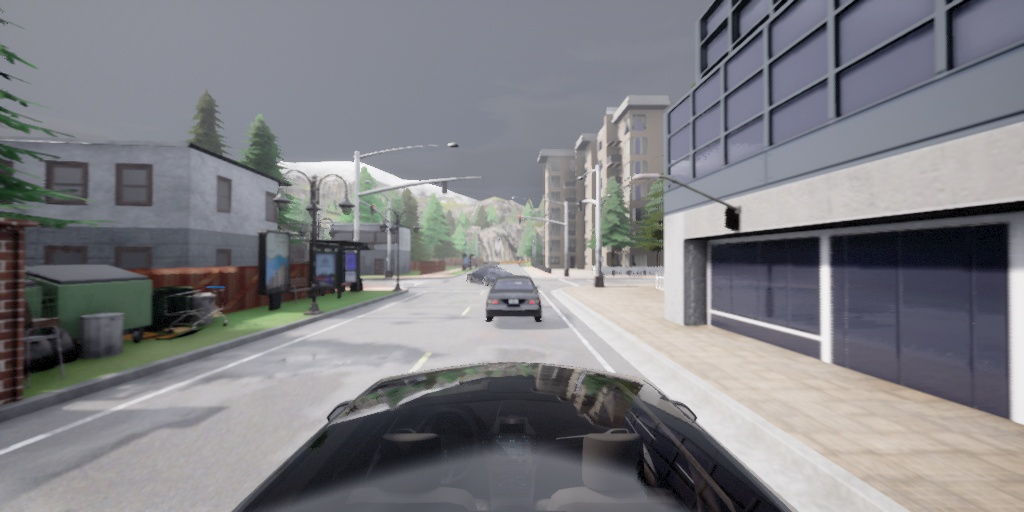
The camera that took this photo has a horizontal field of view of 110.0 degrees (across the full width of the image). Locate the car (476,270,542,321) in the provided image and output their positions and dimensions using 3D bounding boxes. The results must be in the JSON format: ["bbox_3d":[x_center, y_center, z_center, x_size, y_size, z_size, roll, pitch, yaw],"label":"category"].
[{"bbox_3d":[0.066,1.400,12.977,2.033,1.411,5.357,0,-1,0],"label":"car"}]

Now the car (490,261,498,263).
[{"bbox_3d":[-3.562,1.839,55.280,1.895,1.301,4.718,0,-1,0],"label":"car"}]

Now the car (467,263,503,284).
[{"bbox_3d":[-1.782,1.532,27.800,2.033,1.411,5.357,0,-1,-27],"label":"car"}]
